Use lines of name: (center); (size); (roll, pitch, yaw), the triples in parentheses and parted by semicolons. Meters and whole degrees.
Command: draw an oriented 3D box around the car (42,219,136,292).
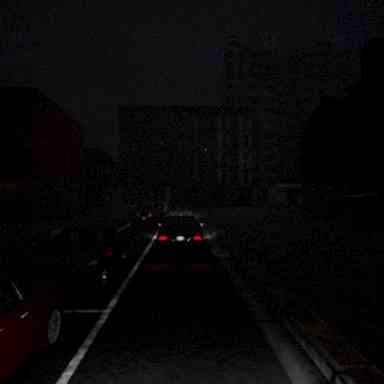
car: (-2.957, 1.642, 9.257); (1.947, 1.339, 4.313); (2, -1, -2)

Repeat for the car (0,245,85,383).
car: (-2.790, 1.606, 3.727); (1.802, 1.307, 4.206); (2, -1, -2)

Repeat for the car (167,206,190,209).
car: (-0.935, 1.884, 29.116); (1.895, 1.301, 4.718); (0, -1, -2)

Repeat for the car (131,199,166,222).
car: (-3.453, 1.554, 25.849); (2.192, 1.841, 5.009); (2, -1, -2)

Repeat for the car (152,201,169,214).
car: (-3.956, 1.931, 42.265); (1.752, 1.417, 4.829); (2, -1, -2)

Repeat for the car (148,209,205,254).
car: (-0.478, 1.681, 14.003); (2.033, 1.411, 5.357); (0, -1, -2)
